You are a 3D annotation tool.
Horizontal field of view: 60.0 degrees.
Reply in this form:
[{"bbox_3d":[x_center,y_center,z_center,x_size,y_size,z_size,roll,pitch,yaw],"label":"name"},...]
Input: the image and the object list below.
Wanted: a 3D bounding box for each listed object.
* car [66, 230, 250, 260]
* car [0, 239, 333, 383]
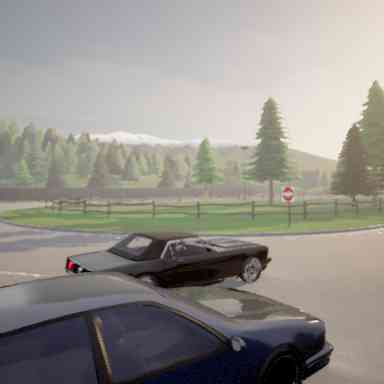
[{"bbox_3d":[-0.319,1.571,7.818,4.718,1.301,1.895,0,0,-36],"label":"car"},{"bbox_3d":[-0.974,1.541,3.052,5.357,1.411,2.033,-1,0,-36],"label":"car"}]
